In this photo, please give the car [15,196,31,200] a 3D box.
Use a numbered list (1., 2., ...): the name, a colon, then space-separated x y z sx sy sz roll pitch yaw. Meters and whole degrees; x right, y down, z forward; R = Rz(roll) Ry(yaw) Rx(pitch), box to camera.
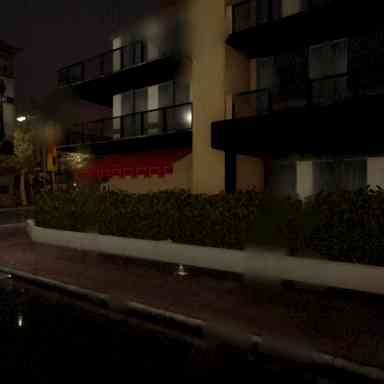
1. car: -35.696 1.480 67.692 4.892 1.521 2.231 0 0 36
